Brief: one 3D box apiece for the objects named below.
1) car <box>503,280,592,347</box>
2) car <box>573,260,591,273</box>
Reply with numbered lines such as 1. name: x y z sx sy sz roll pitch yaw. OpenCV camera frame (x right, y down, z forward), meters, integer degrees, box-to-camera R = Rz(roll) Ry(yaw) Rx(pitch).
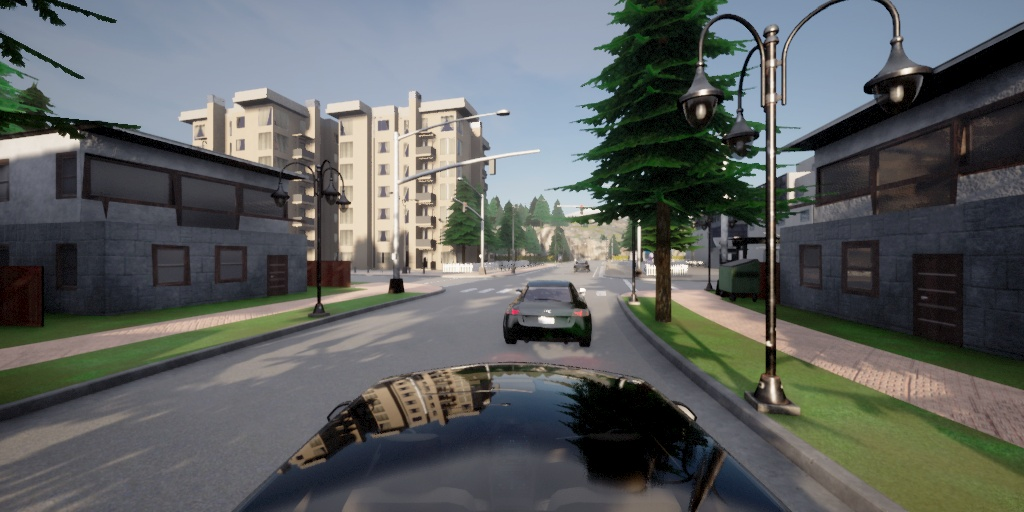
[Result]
1. car: 1.005 1.313 9.431 1.994 1.385 4.181 0 0 8
2. car: 8.778 1.269 44.965 2.128 1.511 4.902 0 0 14
